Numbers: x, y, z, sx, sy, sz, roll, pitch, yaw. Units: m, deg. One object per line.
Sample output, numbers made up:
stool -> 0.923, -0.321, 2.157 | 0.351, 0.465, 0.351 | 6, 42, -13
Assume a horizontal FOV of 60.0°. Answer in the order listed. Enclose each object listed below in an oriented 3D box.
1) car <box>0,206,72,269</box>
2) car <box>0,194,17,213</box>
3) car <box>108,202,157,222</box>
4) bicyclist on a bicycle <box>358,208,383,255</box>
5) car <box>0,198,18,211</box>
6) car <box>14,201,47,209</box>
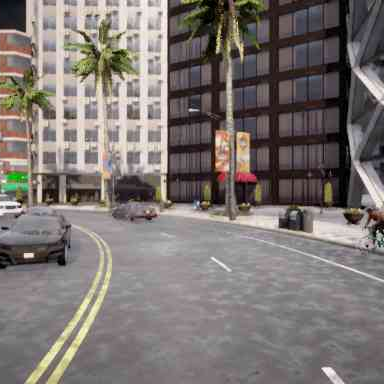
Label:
car -> -5.267, 1.476, 11.543 | 1.882, 1.535, 5.008 | 0, 0, -18
car -> -16.602, 1.217, 28.428 | 5.566, 2.045, 2.150 | 0, 0, 39
car -> -4.836, 1.543, 26.621 | 2.033, 1.411, 5.357 | 0, 0, -38
bicyclist on a bicycle -> 6.534, 1.354, 11.768 | 1.656, 1.620, 0.582 | -10, 2, -12
car -> -23.673, 1.519, 40.649 | 4.674, 1.442, 1.812 | 0, 0, 24
car -> -9.575, 1.522, 20.645 | 1.812, 1.442, 4.674 | 0, 0, -35
